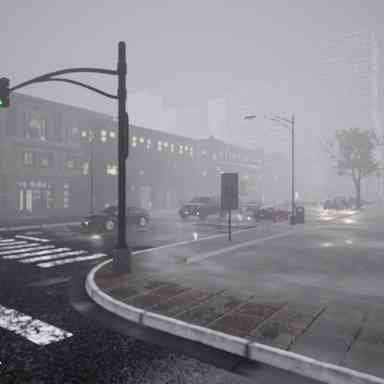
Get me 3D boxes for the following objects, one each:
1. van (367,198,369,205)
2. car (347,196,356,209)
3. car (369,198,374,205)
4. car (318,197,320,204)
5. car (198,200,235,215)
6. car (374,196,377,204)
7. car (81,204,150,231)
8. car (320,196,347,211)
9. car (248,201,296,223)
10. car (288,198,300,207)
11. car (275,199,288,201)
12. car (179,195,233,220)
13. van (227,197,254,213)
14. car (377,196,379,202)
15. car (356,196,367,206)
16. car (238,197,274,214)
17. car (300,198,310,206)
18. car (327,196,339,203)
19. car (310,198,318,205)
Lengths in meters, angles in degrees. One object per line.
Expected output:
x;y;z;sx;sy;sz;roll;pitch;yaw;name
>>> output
31.984;1.695;63.194;1.690;1.788;3.998;0;-1;35;van
22.435;1.577;49.643;2.192;1.841;5.009;0;-1;35;car
35.167;1.967;67.709;1.802;1.307;4.206;0;-1;35;car
28.317;1.821;72.537;1.967;1.590;4.097;0;-1;35;car
2.755;1.667;36.261;1.752;1.417;4.829;0;0;35;car
38.449;1.944;72.366;1.752;1.417;4.829;0;-1;35;car
-4.732;1.572;21.173;1.837;1.490;4.892;0;0;34;car
19.252;1.672;45.125;1.967;1.590;4.097;0;-1;35;car
6.564;1.666;27.027;1.887;1.381;4.507;0;0;35;car
15.585;1.809;54.469;2.008;1.369;4.403;0;-1;35;car
12.304;1.752;49.812;1.752;1.417;4.829;0;0;35;car
1.157;1.335;29.490;2.150;2.045;5.566;0;0;35;car
6.035;1.511;40.918;1.690;1.788;3.998;0;0;35;van
41.533;2.033;76.743;1.802;1.307;4.206;0;-1;35;car
28.802;1.638;58.678;2.192;1.841;5.009;0;-1;35;car
7.072;1.654;37.862;2.128;1.511;4.902;0;0;35;car
18.768;1.839;58.985;2.008;1.369;4.403;0;-1;35;car
34.683;1.886;81.571;1.967;1.590;4.097;0;-1;35;car
21.951;1.869;63.503;2.008;1.369;4.403;0;-1;35;car
